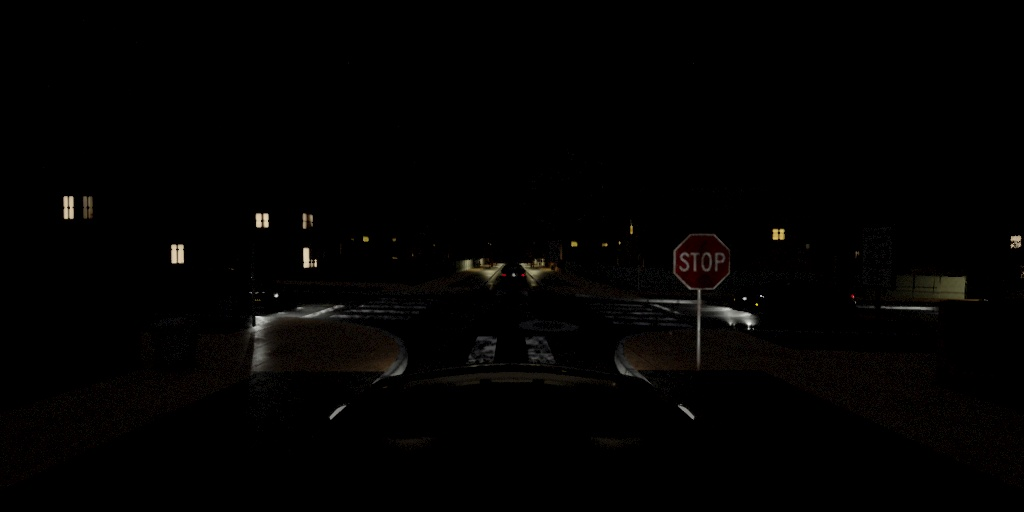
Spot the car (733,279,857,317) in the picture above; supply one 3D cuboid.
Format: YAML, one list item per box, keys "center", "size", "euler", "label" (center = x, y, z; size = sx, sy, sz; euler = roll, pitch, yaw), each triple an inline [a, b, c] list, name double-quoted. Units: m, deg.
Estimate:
- center: [11.752, 1.665, 15.040]
  size: [4.181, 1.385, 1.994]
  euler: [2, 1, 0]
  label: "car"

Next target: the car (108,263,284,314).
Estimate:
- center: [-10.395, 1.024, 12.020]
  size: [4.892, 1.490, 1.837]
  euler: [2, 1, -3]
  label: "car"

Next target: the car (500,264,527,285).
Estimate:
- center: [0.090, 1.302, 25.990]
  size: [2.033, 1.411, 5.357]
  euler: [0, 0, 0]
  label: "car"

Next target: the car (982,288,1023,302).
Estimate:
- center: [22.820, 1.947, 15.104]
  size: [4.674, 1.442, 1.812]
  euler: [1, 1, -1]
  label: "car"
